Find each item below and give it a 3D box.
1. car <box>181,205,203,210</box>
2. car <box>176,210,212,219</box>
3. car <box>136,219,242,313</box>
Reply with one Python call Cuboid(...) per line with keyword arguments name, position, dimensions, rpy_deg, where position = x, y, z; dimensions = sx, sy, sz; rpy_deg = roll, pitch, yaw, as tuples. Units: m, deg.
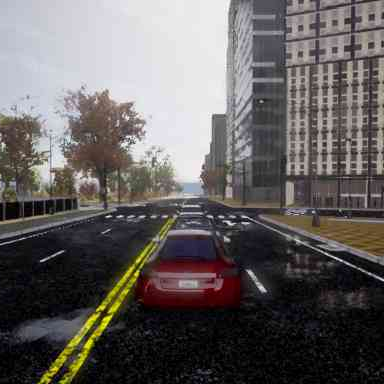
Cuboid(name="car", position=(-0.006, 1.544, 21.255), dimensions=(2.033, 1.411, 5.357), rpy_deg=(0, 0, 0))
Cuboid(name="car", position=(0.076, 1.597, 13.015), dimensions=(1.895, 1.301, 4.718), rpy_deg=(0, 0, 0))
Cuboid(name="car", position=(-0.022, 1.561, 7.767), dimensions=(1.994, 1.385, 4.181), rpy_deg=(0, 0, 1))
